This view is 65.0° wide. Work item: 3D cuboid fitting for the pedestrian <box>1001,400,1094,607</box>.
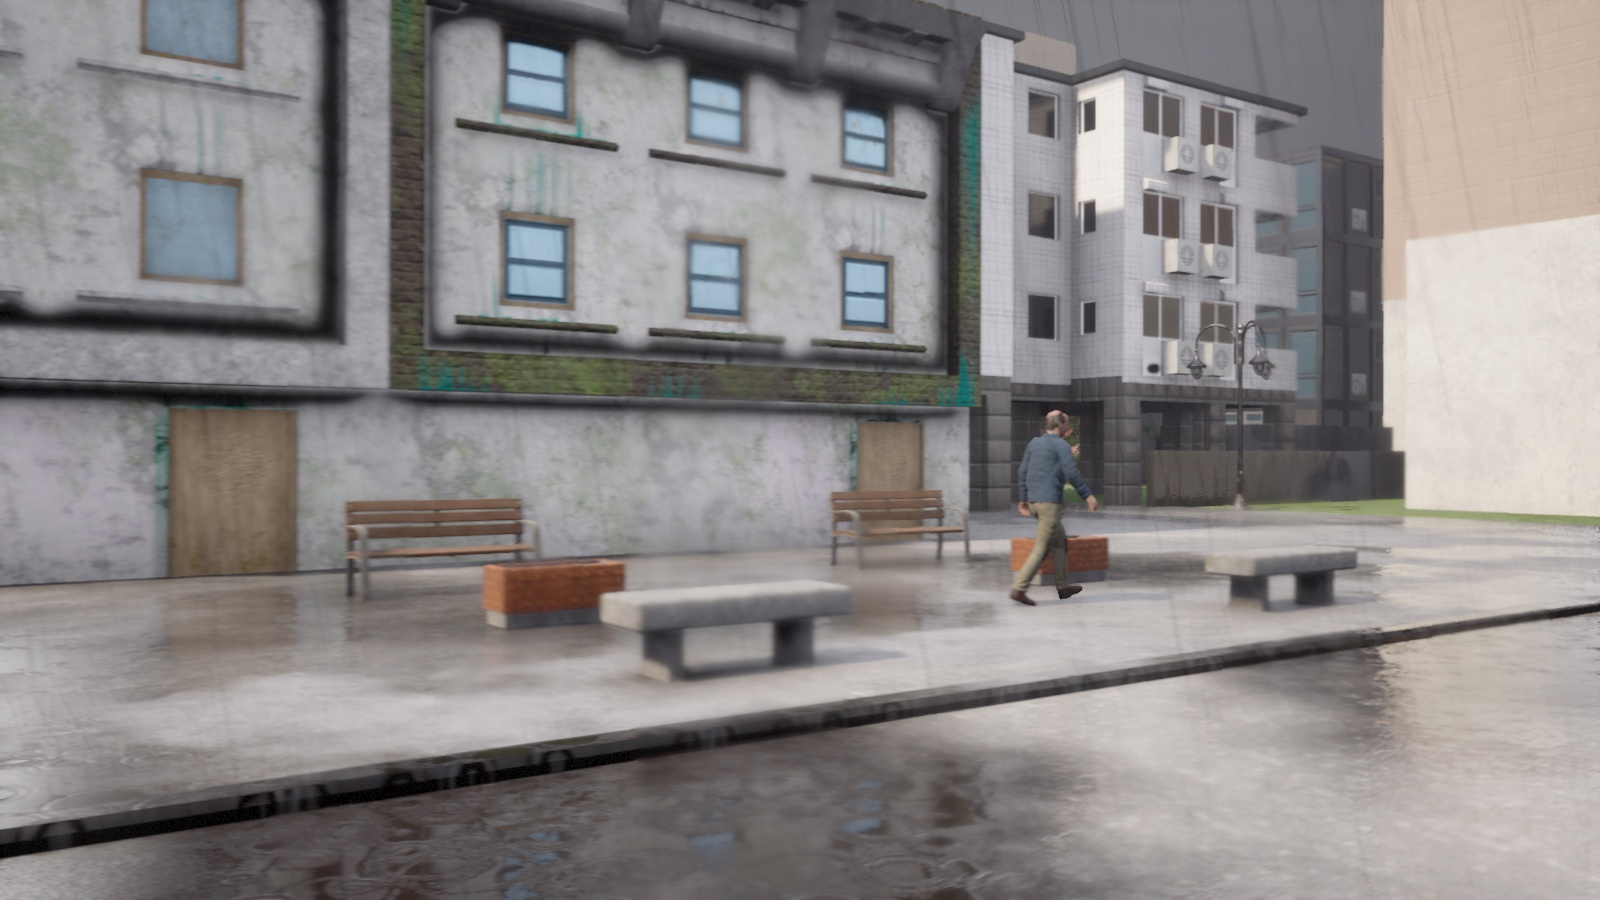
[{"bbox_3d":[2.266,0.478,11.508,0.726,1.842,0.402,0,0,-24],"label":"pedestrian"}]
